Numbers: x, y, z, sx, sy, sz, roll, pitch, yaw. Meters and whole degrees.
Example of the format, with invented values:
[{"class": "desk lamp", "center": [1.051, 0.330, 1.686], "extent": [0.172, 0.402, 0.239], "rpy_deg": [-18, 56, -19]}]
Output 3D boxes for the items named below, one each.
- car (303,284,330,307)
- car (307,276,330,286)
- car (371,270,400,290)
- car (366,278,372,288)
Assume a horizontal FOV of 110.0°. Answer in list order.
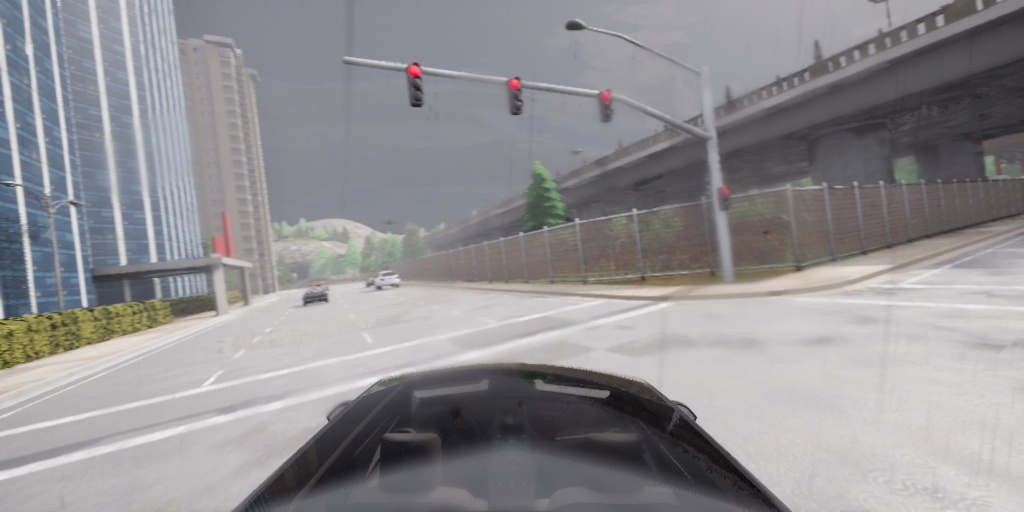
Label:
[{"class": "car", "center": [-16.457, 3.397, 30.150], "extent": [1.895, 1.301, 4.718], "rpy_deg": [-7, 0, -28]}, {"class": "car", "center": [-23.567, 3.532, 43.883], "extent": [2.150, 2.045, 5.566], "rpy_deg": [-7, 0, -28]}, {"class": "car", "center": [-14.698, 2.809, 42.075], "extent": [2.150, 2.045, 5.566], "rpy_deg": [-7, 0, -27]}, {"class": "car", "center": [-20.894, 3.901, 54.070], "extent": [1.812, 1.442, 4.674], "rpy_deg": [-7, 0, -27]}]
